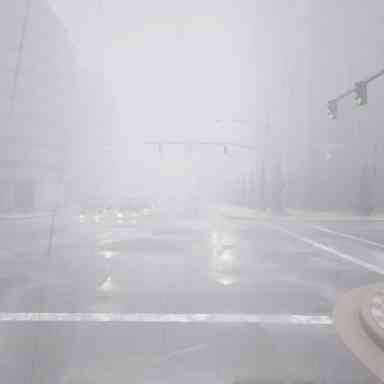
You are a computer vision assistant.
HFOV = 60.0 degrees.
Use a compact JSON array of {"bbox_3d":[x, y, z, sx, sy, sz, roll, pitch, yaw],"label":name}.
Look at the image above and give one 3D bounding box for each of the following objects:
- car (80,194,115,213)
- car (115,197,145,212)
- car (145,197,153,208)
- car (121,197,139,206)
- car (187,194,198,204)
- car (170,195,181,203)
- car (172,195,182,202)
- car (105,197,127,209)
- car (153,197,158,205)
[{"bbox_3d":[-10.546,1.221,36.736,2.150,2.045,5.566,0,0,0],"label":"car"},{"bbox_3d":[-7.045,1.352,38.080,2.097,1.767,4.553,0,0,0],"label":"car"},{"bbox_3d":[-7.027,1.526,47.064,1.812,1.442,4.674,0,0,0],"label":"car"},{"bbox_3d":[-10.501,1.547,56.771,2.033,1.411,5.357,0,0,0],"label":"car"},{"bbox_3d":[0.096,1.547,66.100,2.033,1.411,5.357,0,0,0],"label":"car"},{"bbox_3d":[-3.404,1.505,66.674,1.837,1.490,4.892,0,0,0],"label":"car"},{"bbox_3d":[-3.390,1.494,76.002,2.128,1.511,4.902,0,0,0],"label":"car"},{"bbox_3d":[-10.531,1.477,46.438,1.882,1.535,5.008,0,0,0],"label":"car"},{"bbox_3d":[-7.001,1.564,56.943,1.994,1.385,4.181,0,0,0],"label":"car"}]
